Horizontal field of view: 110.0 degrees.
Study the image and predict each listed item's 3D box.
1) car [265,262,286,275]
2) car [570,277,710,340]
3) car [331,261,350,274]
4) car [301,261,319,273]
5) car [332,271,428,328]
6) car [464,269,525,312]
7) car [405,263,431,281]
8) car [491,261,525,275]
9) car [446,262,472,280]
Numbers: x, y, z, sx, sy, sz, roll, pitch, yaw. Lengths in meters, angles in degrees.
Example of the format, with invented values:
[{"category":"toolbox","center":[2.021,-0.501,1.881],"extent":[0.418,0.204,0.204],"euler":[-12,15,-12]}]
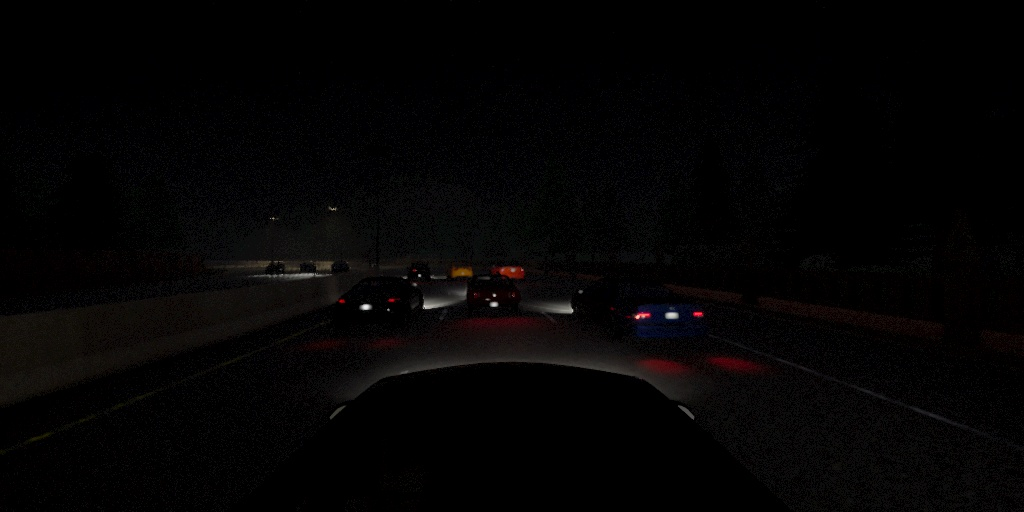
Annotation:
[{"category":"car","center":[-28.740,1.497,43.798],"extent":[2.033,1.411,5.357],"euler":[0,0,-28]},{"category":"car","center":[3.118,1.300,9.995],"extent":[2.033,1.411,5.357],"euler":[0,0,-5]},{"category":"car","center":[-21.461,1.399,44.913],"extent":[1.882,1.535,5.008],"euler":[0,0,-27]},{"category":"car","center":[-26.388,1.438,46.655],"extent":[2.128,1.511,4.902],"euler":[0,0,-29]},{"category":"car","center":[-4.111,1.350,11.604],"extent":[1.994,1.385,4.181],"euler":[0,0,-6]},{"category":"car","center":[-0.898,1.379,14.498],"extent":[1.895,1.301,4.718],"euler":[0,0,-7]},{"category":"car","center":[-8.198,1.345,31.393],"extent":[1.837,1.490,4.892],"euler":[0,0,-17]},{"category":"car","center":[-0.475,1.157,29.759],"extent":[2.097,1.767,4.553],"euler":[0,0,-15]},{"category":"car","center":[-4.793,1.305,32.236],"extent":[1.882,1.535,5.008],"euler":[0,0,-16]}]
